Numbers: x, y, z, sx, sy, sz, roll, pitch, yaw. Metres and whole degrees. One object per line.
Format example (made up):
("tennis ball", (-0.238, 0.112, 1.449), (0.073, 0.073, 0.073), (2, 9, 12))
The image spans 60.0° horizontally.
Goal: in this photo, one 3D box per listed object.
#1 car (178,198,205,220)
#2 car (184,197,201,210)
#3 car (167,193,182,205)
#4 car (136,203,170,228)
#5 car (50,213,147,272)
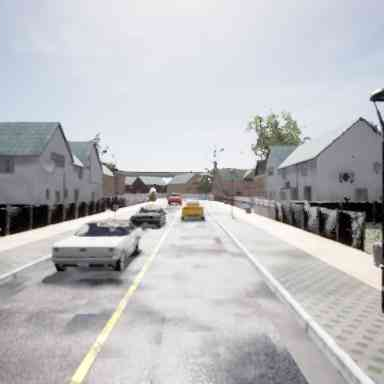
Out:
("car", (0.072, 1.474, 28.555), (1.882, 1.535, 5.008), (0, 0, 0))
("car", (0.046, 1.480, 44.081), (2.128, 1.511, 4.902), (0, 0, 0))
("car", (-2.861, 1.199, 56.120), (2.150, 2.045, 5.566), (0, 0, 1))
("car", (-2.819, 1.600, 22.329), (1.895, 1.301, 4.718), (0, 0, 0))
("car", (-2.860, 1.602, 10.947), (1.895, 1.301, 4.718), (0, 0, 0))
